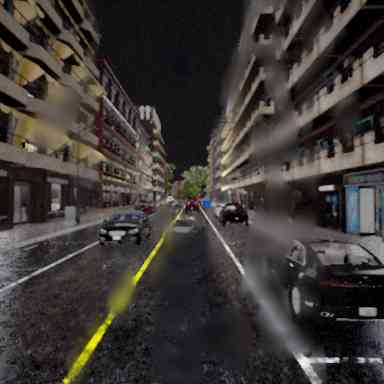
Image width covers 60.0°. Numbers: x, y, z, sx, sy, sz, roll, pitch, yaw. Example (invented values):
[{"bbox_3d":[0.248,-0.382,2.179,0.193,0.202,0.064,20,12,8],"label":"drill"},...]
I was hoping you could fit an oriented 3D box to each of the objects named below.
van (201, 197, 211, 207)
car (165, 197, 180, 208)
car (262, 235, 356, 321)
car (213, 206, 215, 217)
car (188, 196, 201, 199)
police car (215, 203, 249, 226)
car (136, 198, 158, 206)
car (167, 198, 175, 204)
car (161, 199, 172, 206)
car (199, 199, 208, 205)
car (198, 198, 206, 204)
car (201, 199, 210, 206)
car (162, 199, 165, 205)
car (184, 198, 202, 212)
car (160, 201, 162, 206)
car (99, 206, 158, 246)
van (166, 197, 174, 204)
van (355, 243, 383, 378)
[{"bbox_3d":[2.722,1.939,63.007,1.690,1.788,3.998,1,-1,0],"label":"van"},{"bbox_3d":[-3.046,2.038,57.560,2.128,1.511,4.902,0,-1,0],"label":"car"},{"bbox_3d":[2.702,1.621,7.296,2.008,1.369,4.403,1,-1,0],"label":"car"},{"bbox_3d":[3.156,1.837,32.752,1.812,1.442,4.674,0,-1,0],"label":"car"},{"bbox_3d":[0.028,1.803,61.174,2.150,2.045,5.566,0,-1,0],"label":"car"},{"bbox_3d":[3.140,1.671,25.862,1.930,1.638,5.238,0,-1,0],"label":"police car"},{"bbox_3d":[-5.666,1.703,40.766,2.192,1.841,5.009,1,-1,0],"label":"car"},{"bbox_3d":[-5.657,2.415,90.900,2.008,1.369,4.403,1,-1,0],"label":"car"},{"bbox_3d":[-5.662,2.271,74.189,1.947,1.339,4.313,1,-1,0],"label":"car"},{"bbox_3d":[2.699,2.302,79.718,1.887,1.381,4.507,1,-1,0],"label":"car"},{"bbox_3d":[2.690,2.430,90.860,1.947,1.339,4.313,1,-1,0],"label":"car"},{"bbox_3d":[2.725,2.178,68.747,1.752,1.417,4.829,1,-1,0],"label":"car"},{"bbox_3d":[-5.663,2.176,68.448,1.752,1.417,4.829,1,-1,0],"label":"car"},{"bbox_3d":[0.042,1.956,45.061,1.812,1.442,4.674,0,-1,1],"label":"car"},{"bbox_3d":[-5.669,2.022,46.335,1.802,1.307,4.206,1,-1,0],"label":"car"},{"bbox_3d":[-3.098,1.646,16.160,2.128,1.511,4.902,0,-1,0],"label":"car"},{"bbox_3d":[-5.656,2.153,85.333,1.690,1.788,3.998,1,-1,0],"label":"van"},{"bbox_3d":[2.704,1.359,1.727,1.690,1.788,3.998,1,-1,0],"label":"van"}]
